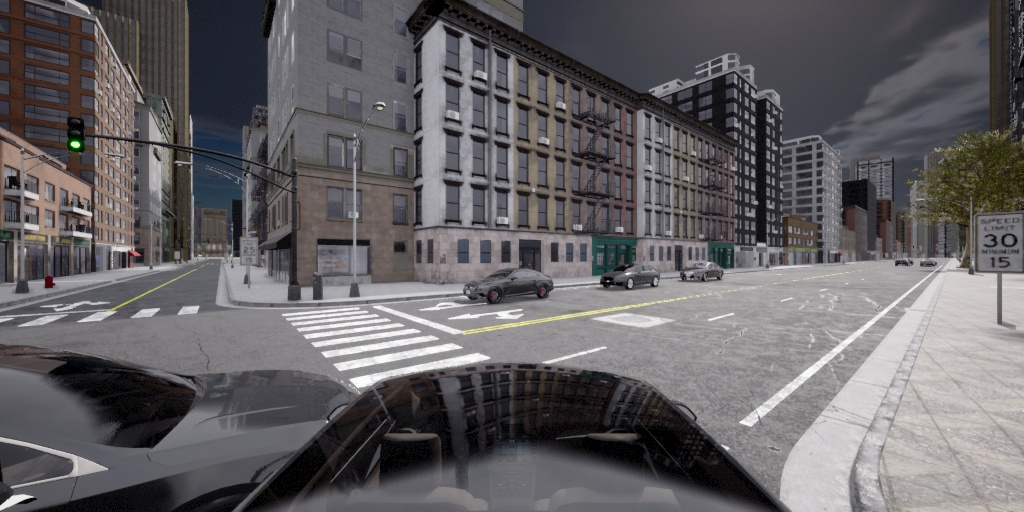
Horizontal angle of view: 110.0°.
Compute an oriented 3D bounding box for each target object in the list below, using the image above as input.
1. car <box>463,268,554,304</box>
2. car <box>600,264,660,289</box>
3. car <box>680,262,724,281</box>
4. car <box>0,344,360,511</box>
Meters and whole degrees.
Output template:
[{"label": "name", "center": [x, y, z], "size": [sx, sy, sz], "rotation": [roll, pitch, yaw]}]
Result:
[{"label": "car", "center": [-0.056, 1.286, 16.740], "size": [4.674, 1.442, 1.812], "rotation": [0, 0, -39]}, {"label": "car", "center": [7.629, 1.258, 22.972], "size": [4.892, 1.490, 1.837], "rotation": [0, 0, -39]}, {"label": "car", "center": [15.633, 1.235, 29.451], "size": [4.902, 1.511, 2.128], "rotation": [0, 0, -39]}, {"label": "car", "center": [-3.224, 1.257, 1.765], "size": [4.892, 1.490, 1.837], "rotation": [0, 0, -35]}]
